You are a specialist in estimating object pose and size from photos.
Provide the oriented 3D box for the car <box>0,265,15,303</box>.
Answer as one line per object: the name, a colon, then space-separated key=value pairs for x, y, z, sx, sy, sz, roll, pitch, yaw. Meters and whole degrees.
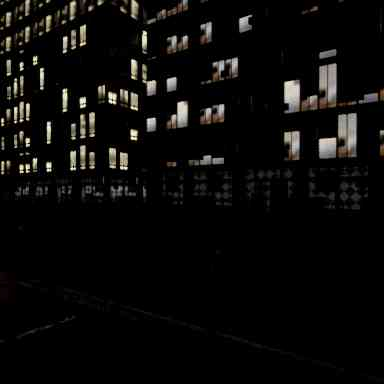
car: x=-5.491 y=1.526 z=6.799 sx=4.829 sy=1.417 sz=1.752 roll=0 pitch=0 yaw=36
